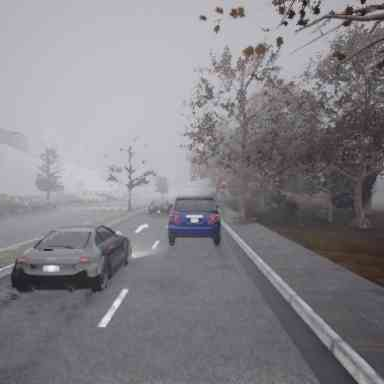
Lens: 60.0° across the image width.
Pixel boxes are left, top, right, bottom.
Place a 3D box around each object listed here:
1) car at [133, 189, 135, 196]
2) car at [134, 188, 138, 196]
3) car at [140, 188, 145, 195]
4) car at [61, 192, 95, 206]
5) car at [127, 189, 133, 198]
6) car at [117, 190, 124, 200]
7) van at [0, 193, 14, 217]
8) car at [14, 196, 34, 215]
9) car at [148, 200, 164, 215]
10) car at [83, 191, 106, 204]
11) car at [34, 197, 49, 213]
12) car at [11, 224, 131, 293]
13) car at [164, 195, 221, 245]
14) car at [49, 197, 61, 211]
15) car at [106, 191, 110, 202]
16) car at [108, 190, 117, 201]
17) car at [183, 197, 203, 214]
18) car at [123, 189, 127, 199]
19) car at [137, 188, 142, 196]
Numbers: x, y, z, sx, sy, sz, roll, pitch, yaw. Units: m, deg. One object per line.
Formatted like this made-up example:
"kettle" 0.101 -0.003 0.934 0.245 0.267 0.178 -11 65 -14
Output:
"car" -16.846 0.679 80.462 4.674 1.452 2.002 -1 1 -20
"car" -16.835 0.567 83.460 5.008 1.535 2.097 -1 2 -20
"car" -16.819 0.096 92.472 5.566 2.045 2.435 -1 1 -20
"car" -16.830 1.175 47.443 4.792 1.488 2.163 -1 0 -20
"car" -16.877 0.583 77.448 4.553 1.767 2.185 -1 1 -20
"car" -16.677 0.932 65.512 5.366 1.575 1.946 -1 1 -20
"van" -16.974 1.103 26.410 4.442 1.987 1.878 -1 1 -20
"car" -16.834 1.175 29.446 4.553 1.767 2.185 -1 1 -20
"car" -2.908 1.386 31.375 1.895 1.301 4.718 0 1 0
"car" -17.025 1.091 53.367 5.366 1.575 1.946 -1 1 -20
"car" -16.856 1.315 32.420 4.674 1.452 2.002 -1 1 -20
"car" -2.902 1.537 8.867 1.994 1.385 4.181 0 0 0
"car" 0.096 1.150 15.328 2.150 2.045 5.566 0 0 0
"car" -16.834 1.279 35.438 4.792 1.488 2.163 -1 0 -20
"car" -16.857 1.099 56.440 4.674 1.452 2.002 -1 0 -20
"car" -16.829 0.775 59.456 5.566 2.045 2.435 -1 0 -20
"car" 0.091 1.265 33.043 1.837 1.490 4.892 0 0 0
"car" -16.877 0.638 68.435 5.566 2.045 2.435 -1 1 -20
"car" -16.814 0.448 89.476 4.792 1.488 2.163 -1 1 -20
